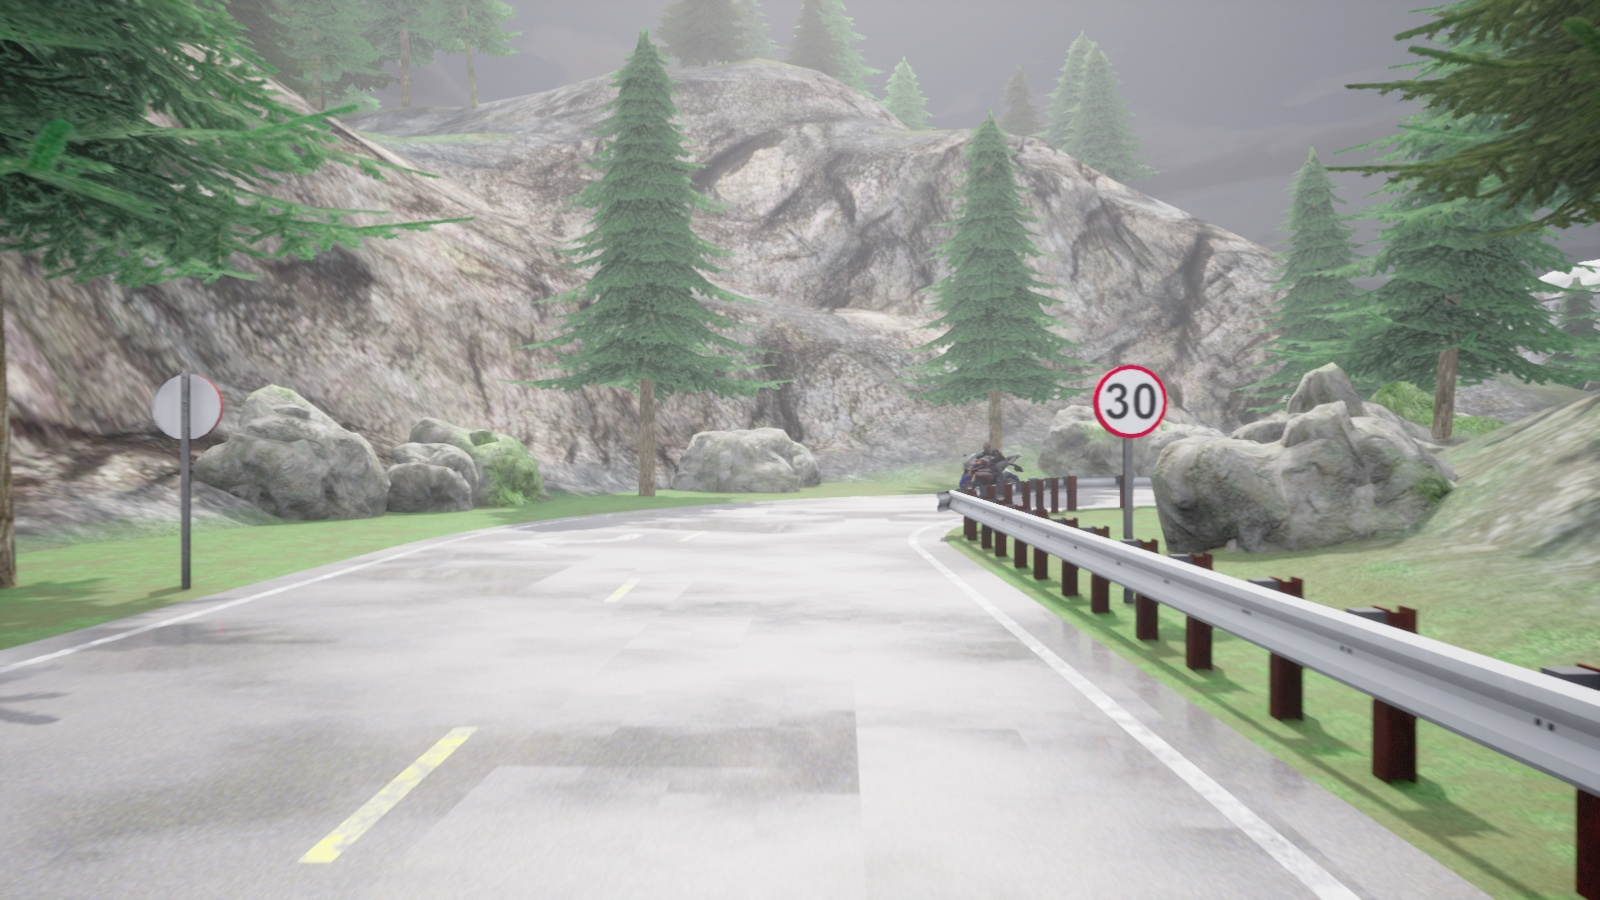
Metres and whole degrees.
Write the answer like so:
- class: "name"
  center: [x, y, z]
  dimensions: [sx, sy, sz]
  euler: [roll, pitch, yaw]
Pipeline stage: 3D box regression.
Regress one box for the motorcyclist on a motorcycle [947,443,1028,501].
- class: "motorcyclist on a motorcycle"
  center: [5.164, 0.590, 34.543]
  dimensions: [2.191, 1.530, 0.866]
  euler: [0, 1, -33]
